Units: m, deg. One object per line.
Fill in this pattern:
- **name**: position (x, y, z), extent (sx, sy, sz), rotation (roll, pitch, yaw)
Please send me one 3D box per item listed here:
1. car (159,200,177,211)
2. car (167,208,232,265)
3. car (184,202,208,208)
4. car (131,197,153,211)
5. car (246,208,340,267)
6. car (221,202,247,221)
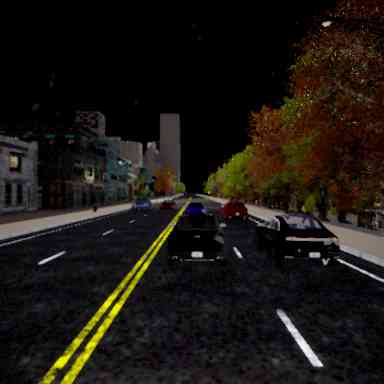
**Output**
- **car**: position (-2.965, 1.650, 41.842), extent (1.994, 1.385, 4.181), rotation (0, 0, 1)
- **car**: position (0.181, 1.535, 11.824), extent (1.837, 1.490, 4.892), rotation (0, 0, 1)
- **car**: position (0.330, 1.595, 27.879), extent (1.812, 1.442, 4.674), rotation (0, 0, 1)
- **car**: position (-6.217, 1.420, 41.738), extent (2.097, 1.767, 4.553), rotation (0, 0, 1)
- **car**: position (3.429, 1.538, 11.633), extent (2.128, 1.511, 4.902), rotation (0, 0, 1)
- **car**: position (3.587, 1.565, 28.422), extent (1.882, 1.535, 5.008), rotation (0, 0, 1)
